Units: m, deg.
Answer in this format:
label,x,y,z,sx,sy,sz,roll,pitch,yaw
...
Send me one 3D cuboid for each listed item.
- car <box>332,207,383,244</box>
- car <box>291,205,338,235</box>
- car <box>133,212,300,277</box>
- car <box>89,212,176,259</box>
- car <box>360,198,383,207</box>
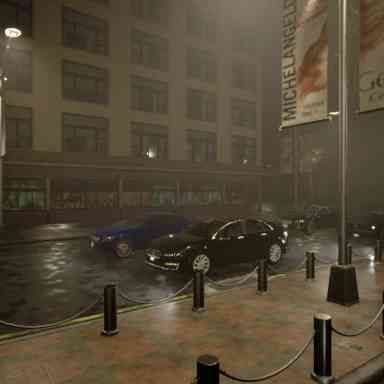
label,x,y,z,sx,sy,sz,roll,pitch,yaw
car,9.076,1.601,16.036,4.718,1.301,1.895,0,0,-35
car,6.851,1.492,18.746,4.902,1.511,2.128,0,0,-35
car,0.918,1.505,10.195,4.892,1.490,1.837,0,0,-36
car,-1.514,1.526,12.764,4.674,1.442,1.812,0,0,-35
car,23.350,1.491,40.860,4.902,1.511,2.128,0,0,32
